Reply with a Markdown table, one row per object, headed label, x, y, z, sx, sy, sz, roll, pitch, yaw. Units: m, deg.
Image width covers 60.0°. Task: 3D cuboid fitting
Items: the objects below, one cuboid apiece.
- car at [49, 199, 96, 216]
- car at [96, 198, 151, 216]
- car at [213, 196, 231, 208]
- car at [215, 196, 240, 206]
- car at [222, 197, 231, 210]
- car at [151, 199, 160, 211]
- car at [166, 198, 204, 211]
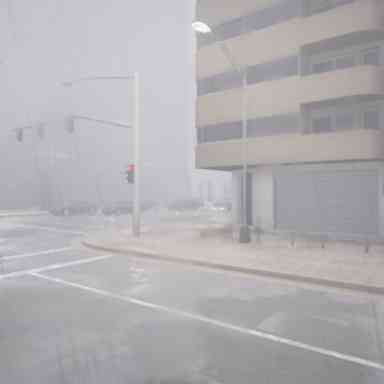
| label | x | y | z | sx | sy | sz | roll | pitch | yaw |
| --- | --- | --- | --- | --- | --- | --- | --- | --- | --- |
| car | -11.327 | 1.501 | 32.120 | 1.837 | 1.490 | 4.892 | 0 | 0 | 36 |
| car | -6.618 | 1.502 | 32.637 | 1.837 | 1.490 | 4.892 | 0 | 0 | 36 |
| car | 4.837 | 1.562 | 48.329 | 1.994 | 1.385 | 4.181 | 0 | 0 | 36 |
| car | 6.037 | 1.503 | 55.854 | 1.837 | 1.490 | 4.892 | 0 | 0 | 37 |
| car | 5.938 | 1.546 | 37.639 | 2.033 | 1.411 | 5.357 | 0 | 0 | 36 |
| car | -5.872 | 1.502 | 39.601 | 1.837 | 1.490 | 4.892 | 0 | 0 | 36 |
| car | -1.051 | 1.476 | 40.271 | 1.882 | 1.535 | 5.008 | 0 | 0 | 36 |
